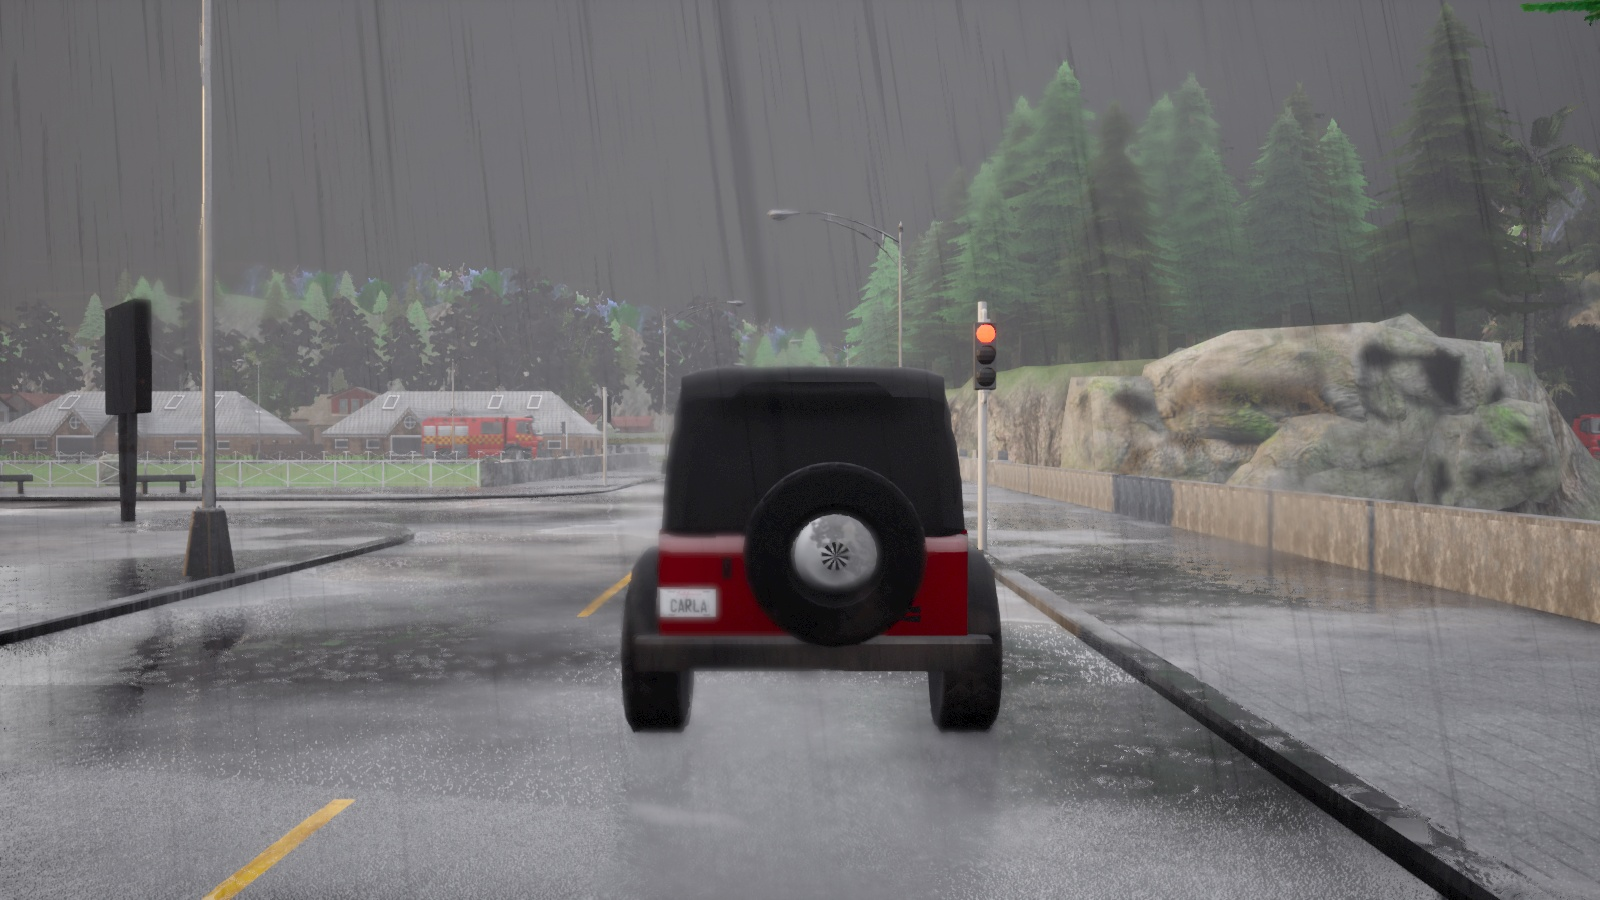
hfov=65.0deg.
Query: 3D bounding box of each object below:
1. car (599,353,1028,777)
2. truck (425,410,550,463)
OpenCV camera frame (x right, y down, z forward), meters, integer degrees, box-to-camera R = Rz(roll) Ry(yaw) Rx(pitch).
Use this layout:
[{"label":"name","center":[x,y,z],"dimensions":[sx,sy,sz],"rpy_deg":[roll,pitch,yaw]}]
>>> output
[{"label":"car","center":[0.062,0.500,7.508],"dimensions":[1.905,1.878,3.866],"rpy_deg":[0,0,0]},{"label":"truck","center":[-22.853,-0.956,92.079],"dimensions":[8.468,3.827,2.891],"rpy_deg":[0,0,0]}]
